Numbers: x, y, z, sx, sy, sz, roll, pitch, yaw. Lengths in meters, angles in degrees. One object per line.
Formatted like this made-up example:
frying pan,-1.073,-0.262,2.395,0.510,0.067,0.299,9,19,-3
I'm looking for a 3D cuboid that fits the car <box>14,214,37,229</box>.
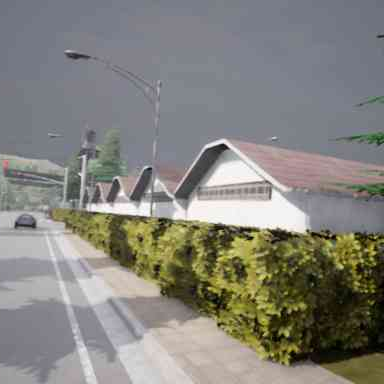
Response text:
car,-17.187,2.979,34.449,1.994,1.385,4.181,6,-3,-25
